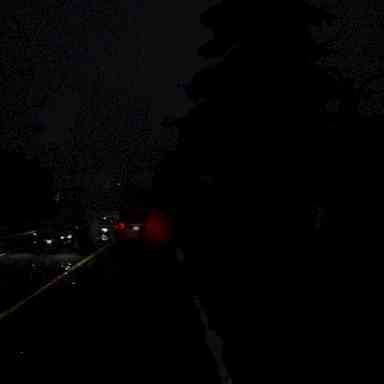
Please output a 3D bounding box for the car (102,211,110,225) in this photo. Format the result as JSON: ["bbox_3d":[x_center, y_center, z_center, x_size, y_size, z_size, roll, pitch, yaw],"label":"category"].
[{"bbox_3d":[-8.569,2.746,36.076,1.812,1.442,4.674,2,-3,-9],"label":"car"}]

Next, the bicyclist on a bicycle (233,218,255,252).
[{"bbox_3d":[2.768,2.041,15.715,1.656,1.620,0.582,2,-2,-5],"label":"bicyclist on a bicycle"}]

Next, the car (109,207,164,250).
[{"bbox_3d":[-2.780,1.875,18.084,2.150,2.045,5.566,2,-2,-4],"label":"car"}]

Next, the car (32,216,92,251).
[{"bbox_3d":[-6.356,1.984,16.756,1.837,1.490,4.892,2,-2,-5],"label":"car"}]

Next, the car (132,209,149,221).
[{"bbox_3d":[-7.519,3.272,48.208,1.837,1.490,4.892,3,-3,-14],"label":"car"}]
